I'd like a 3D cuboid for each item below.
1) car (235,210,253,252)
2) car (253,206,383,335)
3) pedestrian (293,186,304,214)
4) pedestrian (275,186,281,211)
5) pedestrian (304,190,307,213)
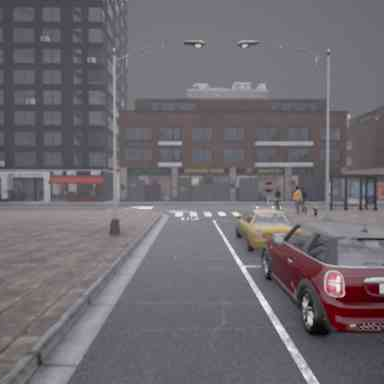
[{"bbox_3d":[2.575,1.172,11.961,1.752,1.417,4.829,0,2,0],"label":"car"},{"bbox_3d":[2.609,1.250,6.354,1.967,1.590,4.097,0,2,0],"label":"car"},{"bbox_3d":[6.886,0.509,21.696,0.375,1.860,0.375,0,1,0],"label":"pedestrian"},{"bbox_3d":[5.879,0.464,22.889,0.375,1.860,0.375,0,1,0],"label":"pedestrian"},{"bbox_3d":[7.447,0.495,22.298,0.375,1.860,0.375,0,1,0],"label":"pedestrian"}]
